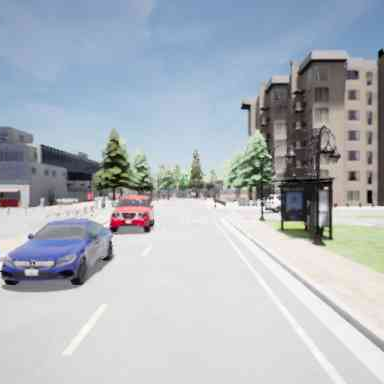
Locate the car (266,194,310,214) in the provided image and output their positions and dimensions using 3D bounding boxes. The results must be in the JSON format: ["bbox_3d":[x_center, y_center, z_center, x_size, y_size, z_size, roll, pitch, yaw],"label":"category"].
[{"bbox_3d":[10.719,1.277,35.484,5.566,2.045,2.150,0,0,-3],"label":"car"}]

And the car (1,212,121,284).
[{"bbox_3d":[-3.572,1.542,9.726,1.812,1.442,4.674,0,0,0],"label":"car"}]

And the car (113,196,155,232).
[{"bbox_3d":[-3.514,1.258,20.618,2.150,2.045,5.566,0,0,-2],"label":"car"}]
